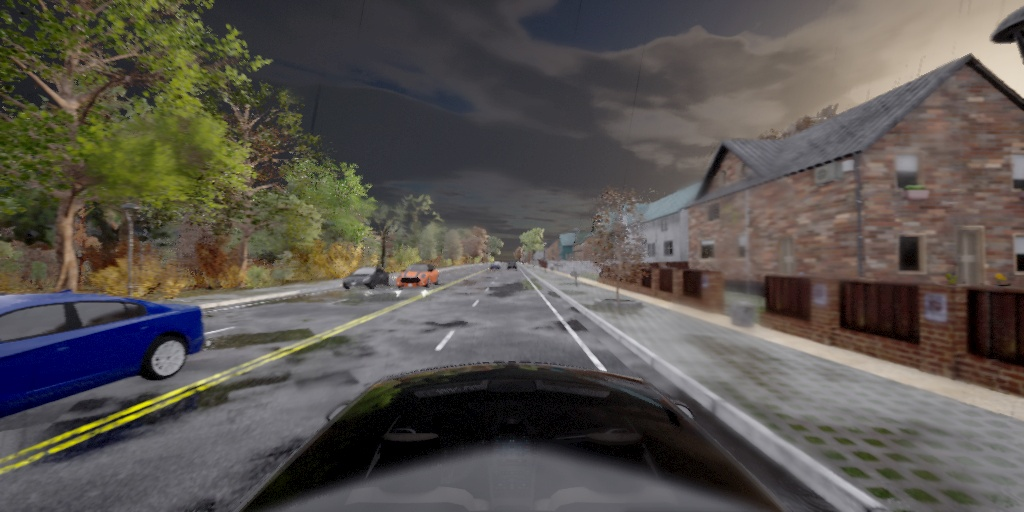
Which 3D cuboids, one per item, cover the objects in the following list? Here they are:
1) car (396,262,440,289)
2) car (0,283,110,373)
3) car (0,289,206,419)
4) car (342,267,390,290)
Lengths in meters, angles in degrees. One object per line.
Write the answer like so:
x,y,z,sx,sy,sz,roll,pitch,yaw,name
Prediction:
-6.541,1.310,25.341,2.097,1.767,4.553,0,0,1,car
-9.829,1.308,5.615,1.812,1.442,4.674,0,0,0,car
-6.583,1.251,4.483,1.882,1.535,5.008,0,0,0,car
-9.795,1.476,24.534,1.812,1.442,4.674,0,-1,0,car
